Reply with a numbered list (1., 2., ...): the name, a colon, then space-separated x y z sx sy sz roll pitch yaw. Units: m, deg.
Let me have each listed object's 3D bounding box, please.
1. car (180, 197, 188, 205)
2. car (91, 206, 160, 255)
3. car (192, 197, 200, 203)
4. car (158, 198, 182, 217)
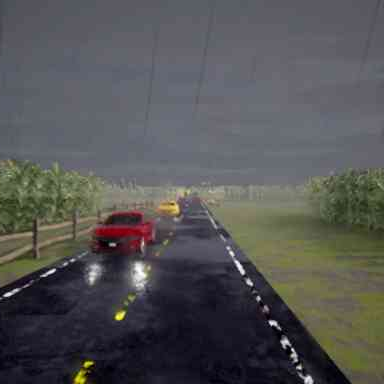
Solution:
1. car: -1.936 1.854 68.724 1.882 1.535 5.008 0 0 1
2. car: -2.698 1.552 13.945 1.882 1.535 5.008 0 0 1
3. car: 0.927 1.810 77.536 1.994 1.385 4.181 0 0 1
4. car: -2.359 1.675 34.092 1.882 1.535 5.008 0 -1 1
